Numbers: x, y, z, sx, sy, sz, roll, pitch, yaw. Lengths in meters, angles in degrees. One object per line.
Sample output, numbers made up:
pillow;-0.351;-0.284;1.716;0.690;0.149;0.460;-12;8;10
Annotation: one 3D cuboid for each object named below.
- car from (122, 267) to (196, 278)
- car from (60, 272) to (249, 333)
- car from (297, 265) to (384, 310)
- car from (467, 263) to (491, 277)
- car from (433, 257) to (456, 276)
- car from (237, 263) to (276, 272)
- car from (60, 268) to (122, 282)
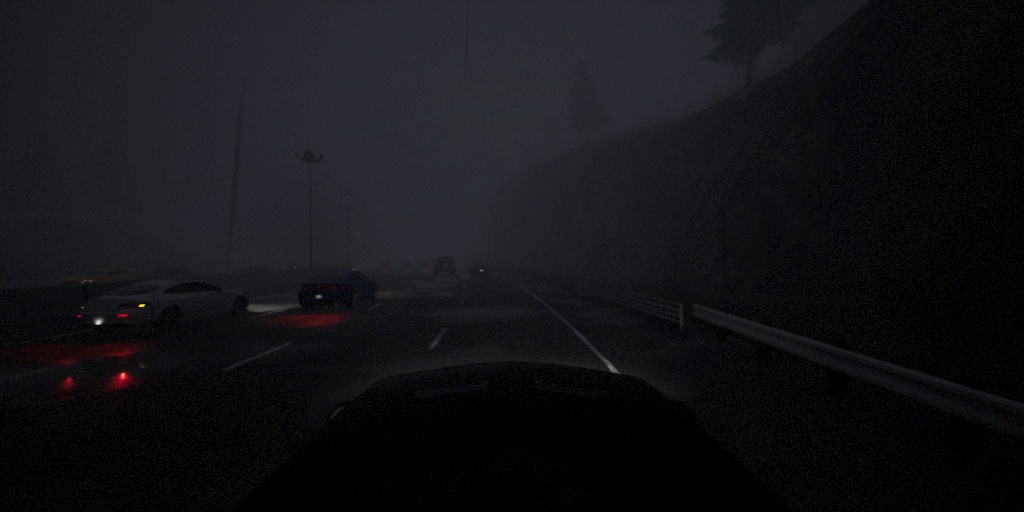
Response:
car;-26.836;1.659;27.859;1.837;1.490;4.892;-1;0;-10
car;-10.658;1.436;11.425;1.812;1.442;4.674;-1;0;-4
car;-7.355;1.341;15.674;1.882;1.535;5.008;0;0;-5
car;-3.382;1.376;36.564;1.994;1.385;4.181;-1;0;-13
car;-7.512;1.094;39.702;2.150;2.045;5.566;0;0;-14
car;-24.494;1.648;33.732;1.812;1.442;4.674;-1;0;-12
car;-30.137;1.681;26.531;1.882;1.535;5.008;-1;0;-9
